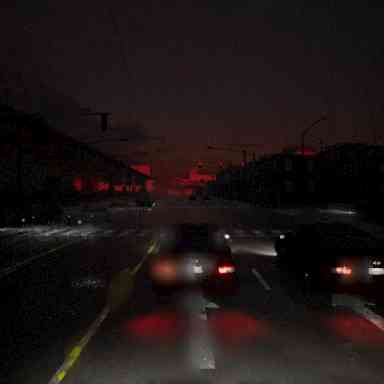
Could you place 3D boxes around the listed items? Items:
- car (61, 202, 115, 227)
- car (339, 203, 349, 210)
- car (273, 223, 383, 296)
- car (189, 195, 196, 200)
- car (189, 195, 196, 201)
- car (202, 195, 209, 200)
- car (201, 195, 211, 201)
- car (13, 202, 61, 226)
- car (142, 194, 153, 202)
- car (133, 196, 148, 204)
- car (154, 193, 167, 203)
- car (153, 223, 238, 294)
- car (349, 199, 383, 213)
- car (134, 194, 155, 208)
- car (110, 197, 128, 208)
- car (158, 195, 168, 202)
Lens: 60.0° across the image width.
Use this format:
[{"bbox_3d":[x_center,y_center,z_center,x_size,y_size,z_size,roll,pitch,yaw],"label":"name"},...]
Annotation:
[{"bbox_3d":[-7.054,1.599,23.131,1.895,1.301,4.718,0,0,0],"label":"car"},{"bbox_3d":[20.614,1.544,39.847,5.357,1.411,2.033,0,0,0],"label":"car"},{"bbox_3d":[3.578,1.547,8.814,2.033,1.411,5.357,0,0,2],"label":"car"},{"bbox_3d":[0.184,1.493,93.713,1.837,1.490,4.892,0,0,0],"label":"car"},{"bbox_3d":[0.164,1.533,83.204,2.033,1.411,5.357,0,0,0],"label":"car"},{"bbox_3d":[3.685,1.517,93.968,1.812,1.442,4.674,0,0,0],"label":"car"},{"bbox_3d":[3.666,1.546,84.154,1.994,1.385,4.181,0,0,0],"label":"car"},{"bbox_3d":[-10.555,1.503,23.234,1.837,1.490,4.892,0,0,0],"label":"car"},{"bbox_3d":[-10.347,1.349,77.786,2.097,1.767,4.553,0,0,0],"label":"car"},{"bbox_3d":[-10.377,1.542,67.413,2.033,1.411,5.357,0,0,0],"label":"car"},{"bbox_3d":[-6.878,1.218,67.978,2.150,2.045,5.566,0,0,0],"label":"car"},{"bbox_3d":[0.086,1.547,8.920,2.033,1.411,5.357,0,0,0],"label":"car"},{"bbox_3d":[20.032,1.561,36.343,4.181,1.385,1.994,0,0,0],"label":"car"},{"bbox_3d":[-6.729,1.474,47.318,1.882,1.535,5.008,0,0,-4],"label":"car"},{"bbox_3d":[-10.503,1.474,47.825,1.882,1.535,5.008,0,0,0],"label":"car"},{"bbox_3d":[-6.845,1.534,78.809,2.033,1.411,5.357,0,0,0],"label":"car"}]
